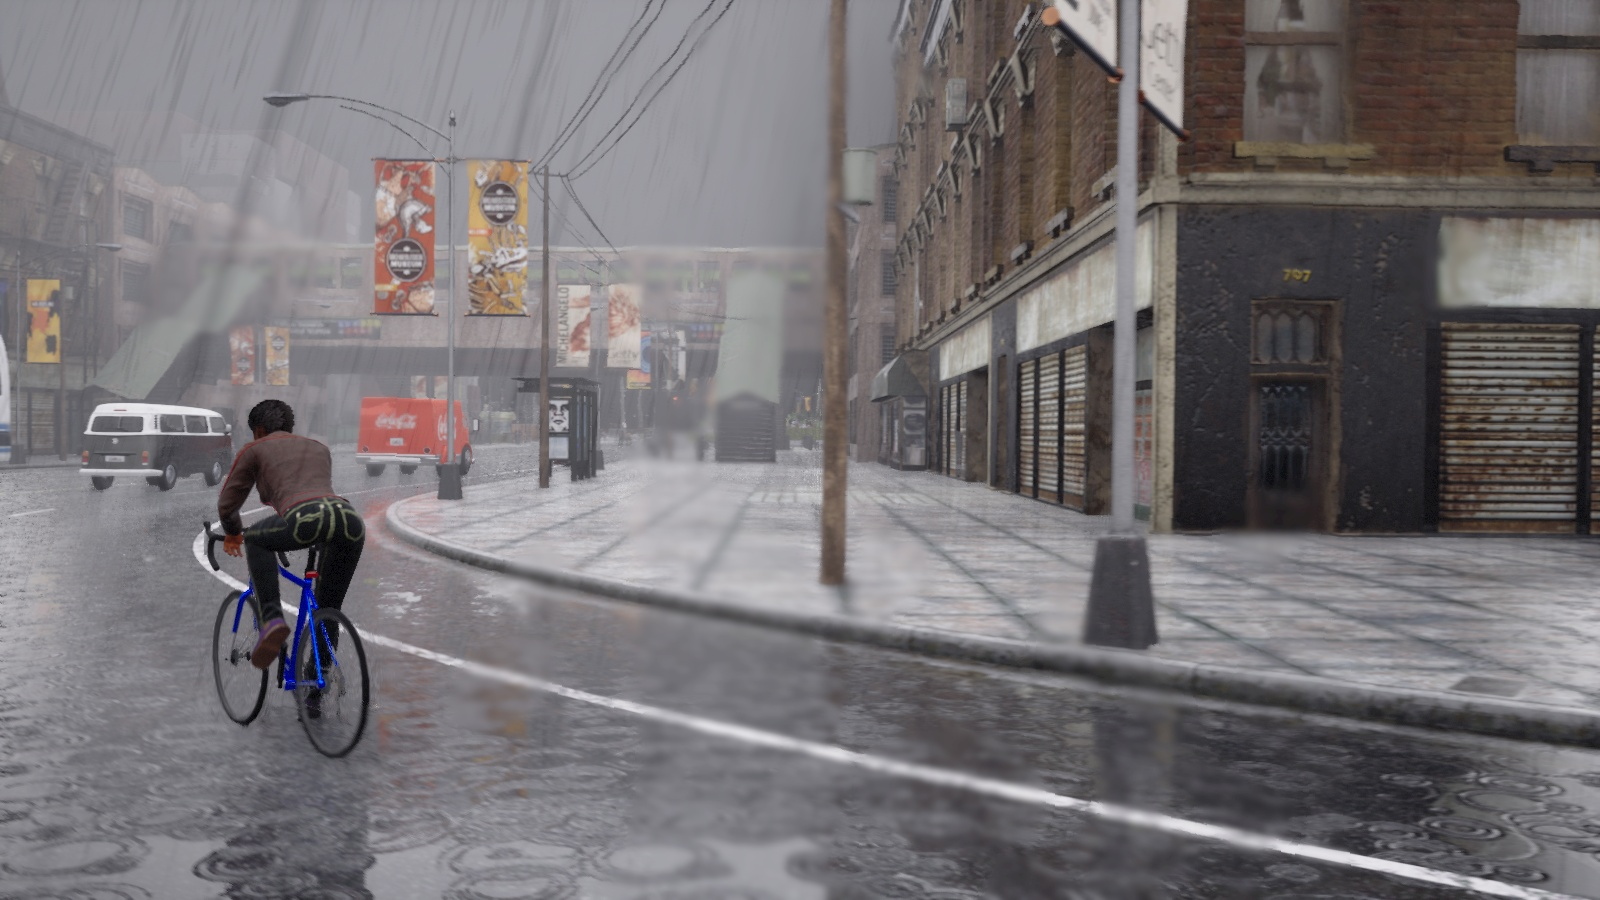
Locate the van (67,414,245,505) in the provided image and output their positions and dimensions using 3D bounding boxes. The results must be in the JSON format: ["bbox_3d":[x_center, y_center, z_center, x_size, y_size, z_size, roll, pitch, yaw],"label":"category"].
[{"bbox_3d":[-15.576,0.193,30.668,2.069,2.038,4.480,-1,1,-1],"label":"van"}]

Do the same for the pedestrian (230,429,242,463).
[{"bbox_3d":[-29.654,-0.209,66.009,0.328,1.805,0.869,-1,1,-8],"label":"pedestrian"}]

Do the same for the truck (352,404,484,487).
[{"bbox_3d":[-12.107,-0.170,40.256,2.627,2.467,5.204,0,1,0],"label":"truck"}]

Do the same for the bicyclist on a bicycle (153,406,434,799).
[{"bbox_3d":[-2.438,0.629,5.948,1.656,1.620,0.582,0,0,43],"label":"bicyclist on a bicycle"}]

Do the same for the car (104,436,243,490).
[{"bbox_3d":[-19.101,0.345,38.548,2.007,1.525,4.514,0,1,0],"label":"car"}]

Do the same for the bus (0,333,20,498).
[{"bbox_3d":[-22.568,-0.813,28.003,3.944,4.253,10.273,-1,1,-1],"label":"bus"}]
